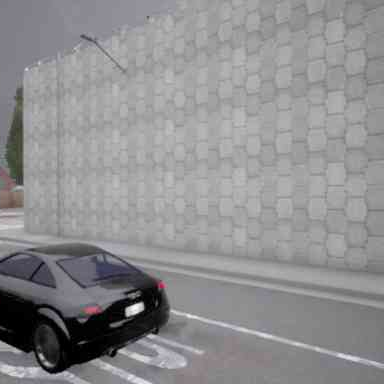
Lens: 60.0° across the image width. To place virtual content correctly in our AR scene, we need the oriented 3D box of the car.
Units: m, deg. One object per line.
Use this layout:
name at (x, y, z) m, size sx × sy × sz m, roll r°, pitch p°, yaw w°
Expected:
car at (-2.415, 1.593, 5.715) m, size 4.181 × 1.385 × 1.994 m, roll -1°, pitch 0°, yaw 35°
